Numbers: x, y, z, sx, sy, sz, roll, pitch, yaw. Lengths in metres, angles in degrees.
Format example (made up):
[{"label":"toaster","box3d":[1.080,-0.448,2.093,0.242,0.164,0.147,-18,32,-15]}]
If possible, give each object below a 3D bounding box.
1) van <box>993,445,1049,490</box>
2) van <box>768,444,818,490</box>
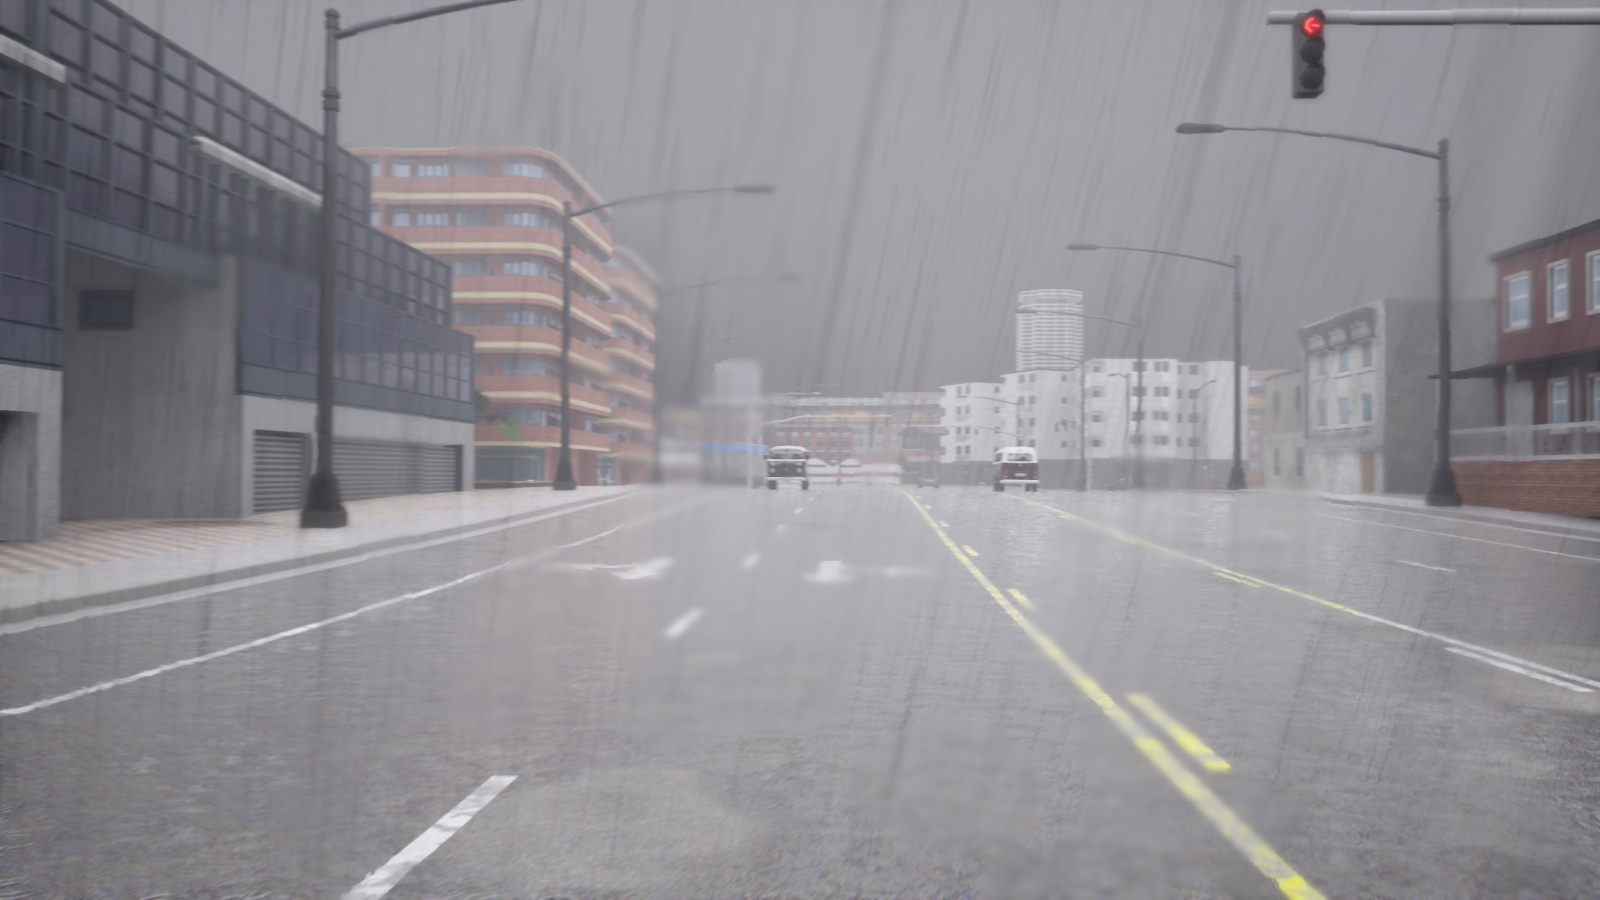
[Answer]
[{"label":"van","box3d":[10.287,0.847,58.804,2.069,2.038,4.480,0,-2,3]},{"label":"van","box3d":[-0.279,0.826,57.922,2.069,2.038,4.480,0,-2,3]}]
